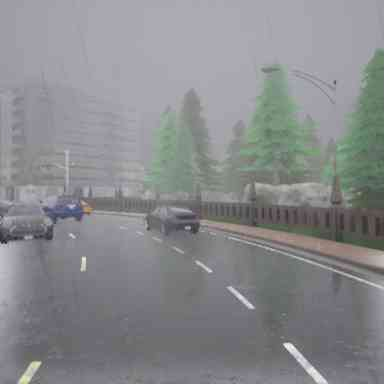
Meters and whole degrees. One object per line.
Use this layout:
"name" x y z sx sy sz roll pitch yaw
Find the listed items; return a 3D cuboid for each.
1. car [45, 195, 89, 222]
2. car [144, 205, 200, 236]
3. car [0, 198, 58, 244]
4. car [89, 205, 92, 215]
"car" -10.347 1.244 25.788 2.150 2.045 5.566 0 0 -41
"car" -1.243 1.521 18.530 1.837 1.490 4.892 1 -1 -25
"car" -8.083 1.368 16.213 2.097 1.767 4.553 0 0 -29
"car" -11.534 1.508 31.949 5.008 1.535 1.882 0 0 44
